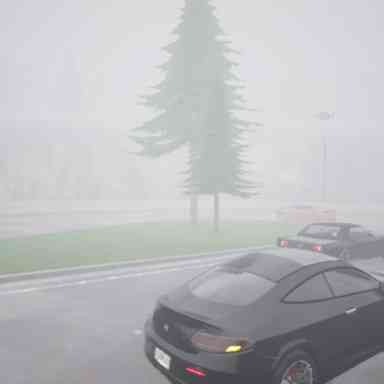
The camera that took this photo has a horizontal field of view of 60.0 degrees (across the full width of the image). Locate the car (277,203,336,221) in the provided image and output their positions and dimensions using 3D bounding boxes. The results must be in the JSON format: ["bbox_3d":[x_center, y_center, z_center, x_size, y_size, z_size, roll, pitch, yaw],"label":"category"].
[{"bbox_3d":[9.586,1.752,28.185,1.882,1.535,5.008,2,-1,-39],"label":"car"}]

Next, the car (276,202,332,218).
[{"bbox_3d":[11.847,1.889,35.385,5.357,1.411,2.033,0,-1,33],"label":"car"}]

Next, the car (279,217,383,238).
[{"bbox_3d":[5.176,1.725,11.519,4.718,1.301,1.895,1,0,-35],"label":"car"}]

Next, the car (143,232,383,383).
[{"bbox_3d":[1.582,1.570,4.756,4.674,1.442,1.812,1,0,-35],"label":"car"}]
